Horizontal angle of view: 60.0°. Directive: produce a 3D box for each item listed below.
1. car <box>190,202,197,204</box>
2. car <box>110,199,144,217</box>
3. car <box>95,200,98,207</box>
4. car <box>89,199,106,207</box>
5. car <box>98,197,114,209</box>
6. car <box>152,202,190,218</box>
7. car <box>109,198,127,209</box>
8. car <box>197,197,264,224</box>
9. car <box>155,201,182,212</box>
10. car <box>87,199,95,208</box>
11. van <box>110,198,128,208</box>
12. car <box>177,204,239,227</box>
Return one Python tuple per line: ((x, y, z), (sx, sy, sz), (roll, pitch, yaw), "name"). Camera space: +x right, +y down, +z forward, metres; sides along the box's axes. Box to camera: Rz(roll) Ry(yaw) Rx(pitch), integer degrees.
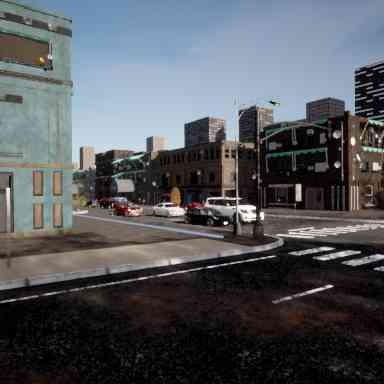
((-0.074, 1.903, 41.126), (1.802, 1.307, 4.206), (-2, 0, -36), "car")
((-6.894, 1.846, 36.251), (1.967, 1.590, 4.097), (-1, 0, -36), "car")
((-16.171, 1.939, 63.641), (2.192, 1.841, 5.009), (-1, 0, -36), "car")
((-19.384, 2.227, 68.145), (1.887, 1.381, 4.507), (-1, 0, -36), "car")
((-13.423, 2.066, 55.365), (1.837, 1.490, 4.892), (-1, 0, -36), "car")
((-2.541, 1.861, 34.640), (1.812, 1.442, 4.674), (-1, 0, -35), "car")
((-8.584, 1.931, 43.112), (1.882, 1.535, 5.008), (-1, 0, -35), "car")
((3.160, 1.445, 26.655), (2.150, 2.045, 5.566), (-1, 0, -35), "car")
((-3.291, 1.965, 45.629), (1.802, 1.307, 4.206), (-2, 0, -36), "car")
((-19.197, 2.158, 63.446), (2.128, 1.511, 4.902), (-1, 0, -36), "car")
((-12.952, 1.906, 59.138), (1.690, 1.788, 3.998), (-1, 0, -36), "van")
((1.079, 1.814, 24.891), (1.947, 1.339, 4.313), (-2, 0, -36), "car")
